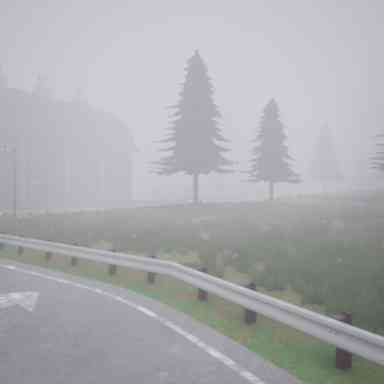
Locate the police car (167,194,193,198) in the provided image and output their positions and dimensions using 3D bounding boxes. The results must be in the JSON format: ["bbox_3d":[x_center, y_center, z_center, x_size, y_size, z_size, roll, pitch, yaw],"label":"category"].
[{"bbox_3d":[-1.072,1.409,50.735,2.038,1.542,4.974,0,0,36],"label":"police car"}]

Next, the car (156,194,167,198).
[{"bbox_3d":[-7.884,1.304,87.811,1.816,1.474,4.193,0,0,36],"label":"car"}]
